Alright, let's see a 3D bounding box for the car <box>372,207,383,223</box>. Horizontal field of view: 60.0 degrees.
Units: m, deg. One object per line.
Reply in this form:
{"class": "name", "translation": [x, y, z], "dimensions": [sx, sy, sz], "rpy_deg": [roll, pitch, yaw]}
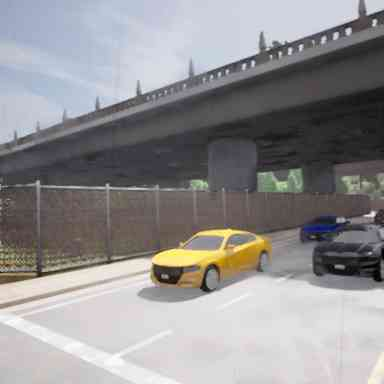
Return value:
{"class": "car", "translation": [21.026, 2.431, 35.862], "dimensions": [1.837, 1.490, 4.892], "rpy_deg": [-4, -4, 39]}

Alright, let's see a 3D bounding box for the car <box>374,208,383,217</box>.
{"class": "car", "translation": [11.801, 1.834, 18.890], "dimensions": [2.097, 1.767, 4.553], "rpy_deg": [-4, -3, 39]}

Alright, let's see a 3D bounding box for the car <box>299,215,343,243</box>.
{"class": "car", "translation": [8.007, 2.143, 19.732], "dimensions": [1.882, 1.535, 5.008], "rpy_deg": [-4, -3, 39]}

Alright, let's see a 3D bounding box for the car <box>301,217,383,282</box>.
{"class": "car", "translation": [5.642, 1.835, 11.194], "dimensions": [1.882, 1.535, 5.008], "rpy_deg": [-4, -3, 39]}

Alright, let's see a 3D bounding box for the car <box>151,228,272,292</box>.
{"class": "car", "translation": [0.832, 1.998, 10.779], "dimensions": [1.882, 1.535, 5.008], "rpy_deg": [-4, -3, 39]}
